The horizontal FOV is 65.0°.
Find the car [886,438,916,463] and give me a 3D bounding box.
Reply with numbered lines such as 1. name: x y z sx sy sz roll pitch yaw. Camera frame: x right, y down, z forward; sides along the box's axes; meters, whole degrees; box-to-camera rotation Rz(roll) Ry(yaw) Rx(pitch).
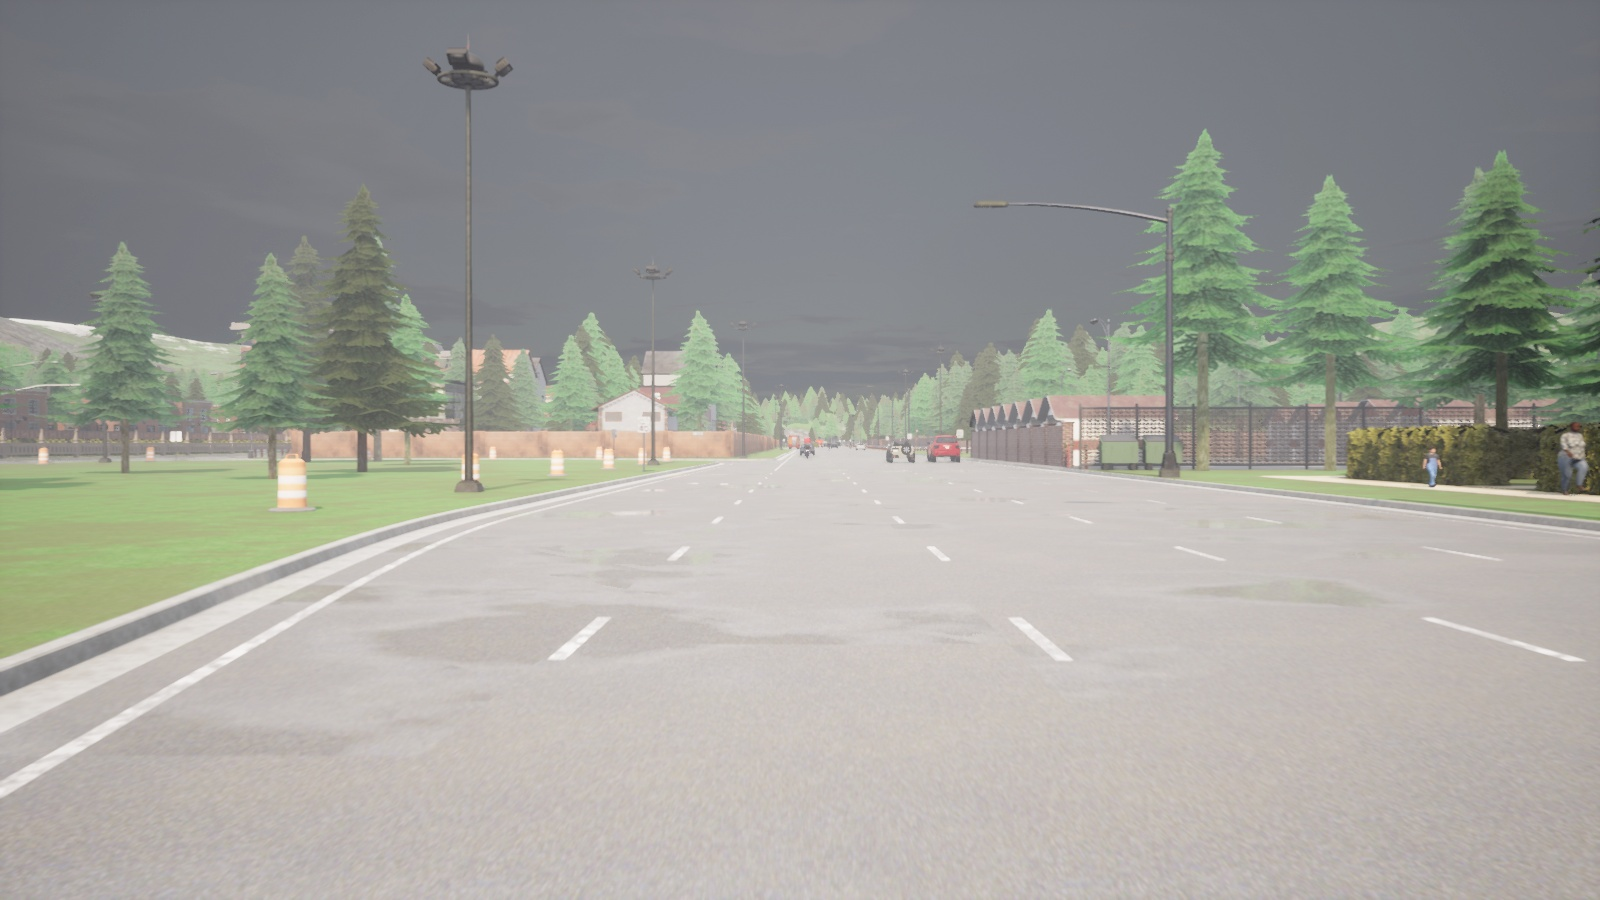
1. car: 7.551 0.033 94.457 1.932 1.855 4.605 0 0 0

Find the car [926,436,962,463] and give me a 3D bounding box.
1. car: 11.065 -0.075 96.872 2.150 2.045 5.566 0 0 0

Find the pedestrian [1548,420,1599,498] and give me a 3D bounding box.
1. pedestrian: 18.767 0.218 30.334 0.874 1.855 0.900 0 0 0

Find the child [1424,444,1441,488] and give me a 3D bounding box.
1. child: 18.261 0.464 36.241 0.270 1.263 0.437 0 0 1
